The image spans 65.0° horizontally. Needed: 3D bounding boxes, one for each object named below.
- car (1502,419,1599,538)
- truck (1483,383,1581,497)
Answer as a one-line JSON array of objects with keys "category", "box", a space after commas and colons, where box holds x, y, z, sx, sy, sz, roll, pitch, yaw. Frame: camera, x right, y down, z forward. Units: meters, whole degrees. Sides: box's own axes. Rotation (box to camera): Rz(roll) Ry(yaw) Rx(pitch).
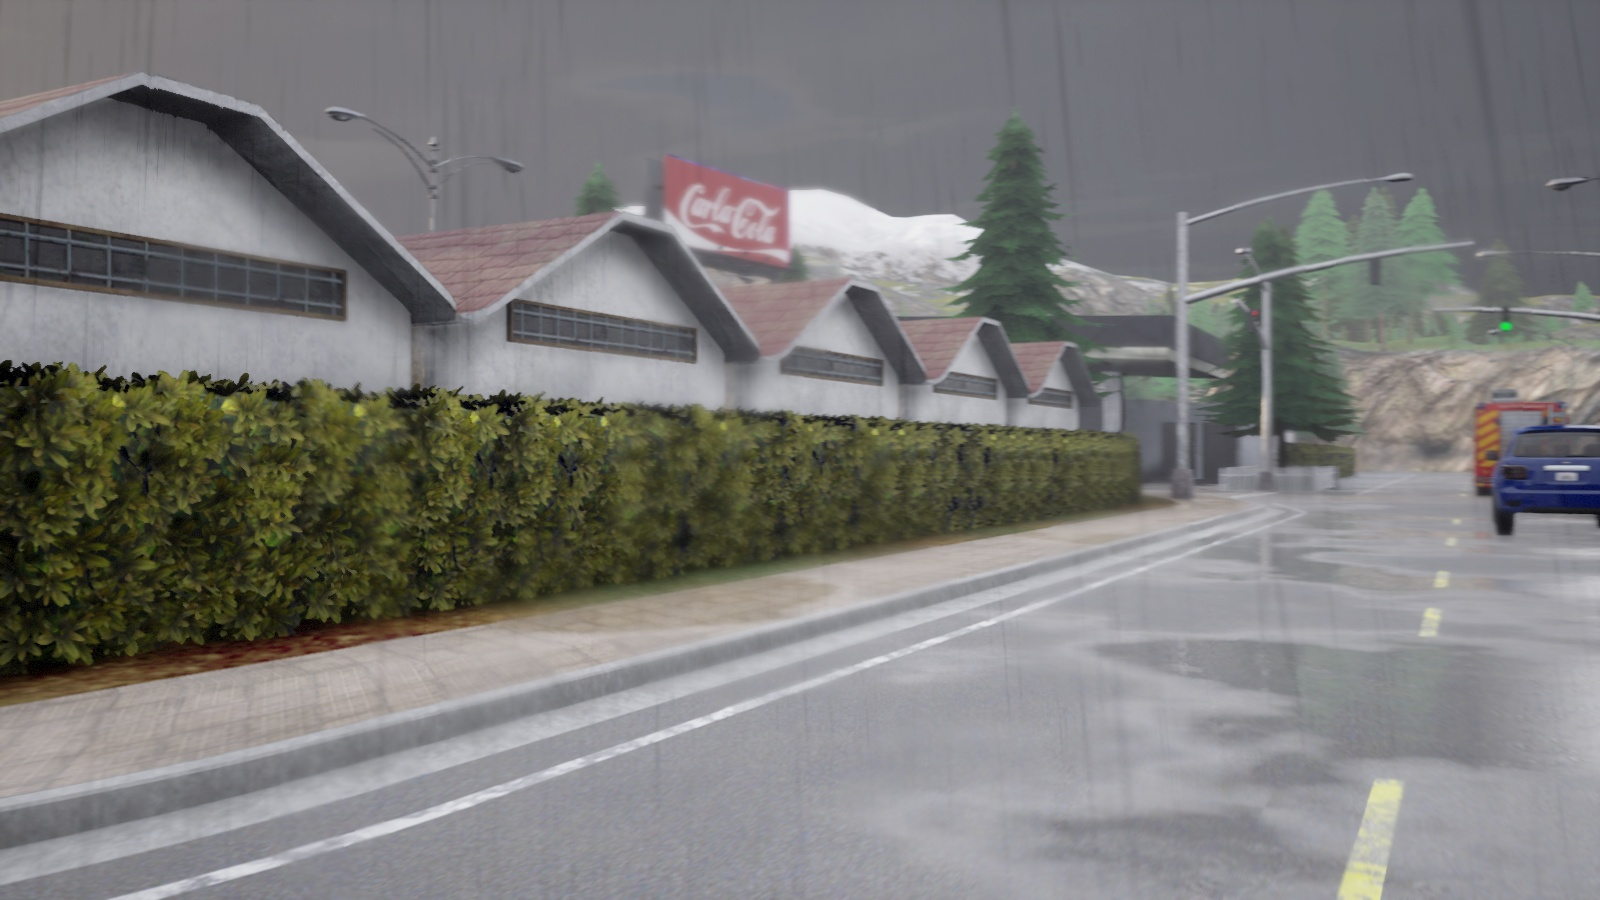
[{"category": "car", "box": [14.777, 0.503, 24.172, 2.150, 2.045, 5.566, 0, 0, 29]}, {"category": "truck", "box": [27.193, -0.337, 46.914, 2.891, 3.827, 8.468, 0, 0, 29]}]
